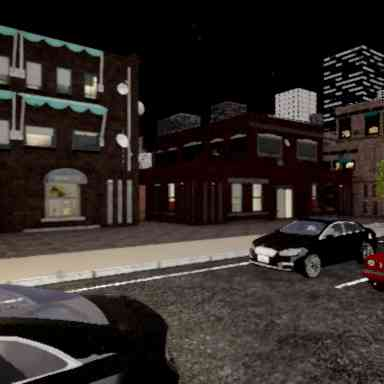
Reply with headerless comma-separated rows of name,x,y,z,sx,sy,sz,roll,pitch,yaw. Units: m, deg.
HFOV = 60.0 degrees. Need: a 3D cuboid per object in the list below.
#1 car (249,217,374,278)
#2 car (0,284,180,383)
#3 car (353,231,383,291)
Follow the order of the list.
car,3.931,1.572,10.459,4.902,1.511,2.128,1,0,-35
car,-2.371,1.485,1.989,4.902,1.511,2.128,1,0,-35
car,6.154,1.684,8.051,4.718,1.301,1.895,1,0,-35
